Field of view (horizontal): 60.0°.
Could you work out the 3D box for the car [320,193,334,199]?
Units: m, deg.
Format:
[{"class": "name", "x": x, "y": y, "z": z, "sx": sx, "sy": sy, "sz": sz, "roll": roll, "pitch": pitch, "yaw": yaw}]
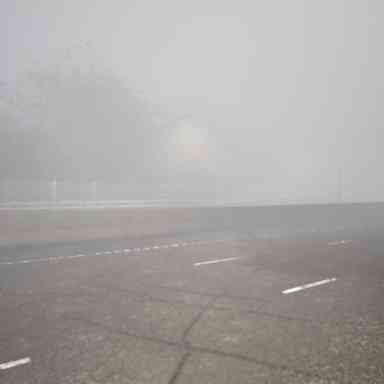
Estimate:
[{"class": "car", "x": 32.666, "y": 0.898, "z": 81.090, "sx": 1.812, "sy": 1.442, "sz": 4.674, "roll": 0, "pitch": 1, "yaw": 32}]
